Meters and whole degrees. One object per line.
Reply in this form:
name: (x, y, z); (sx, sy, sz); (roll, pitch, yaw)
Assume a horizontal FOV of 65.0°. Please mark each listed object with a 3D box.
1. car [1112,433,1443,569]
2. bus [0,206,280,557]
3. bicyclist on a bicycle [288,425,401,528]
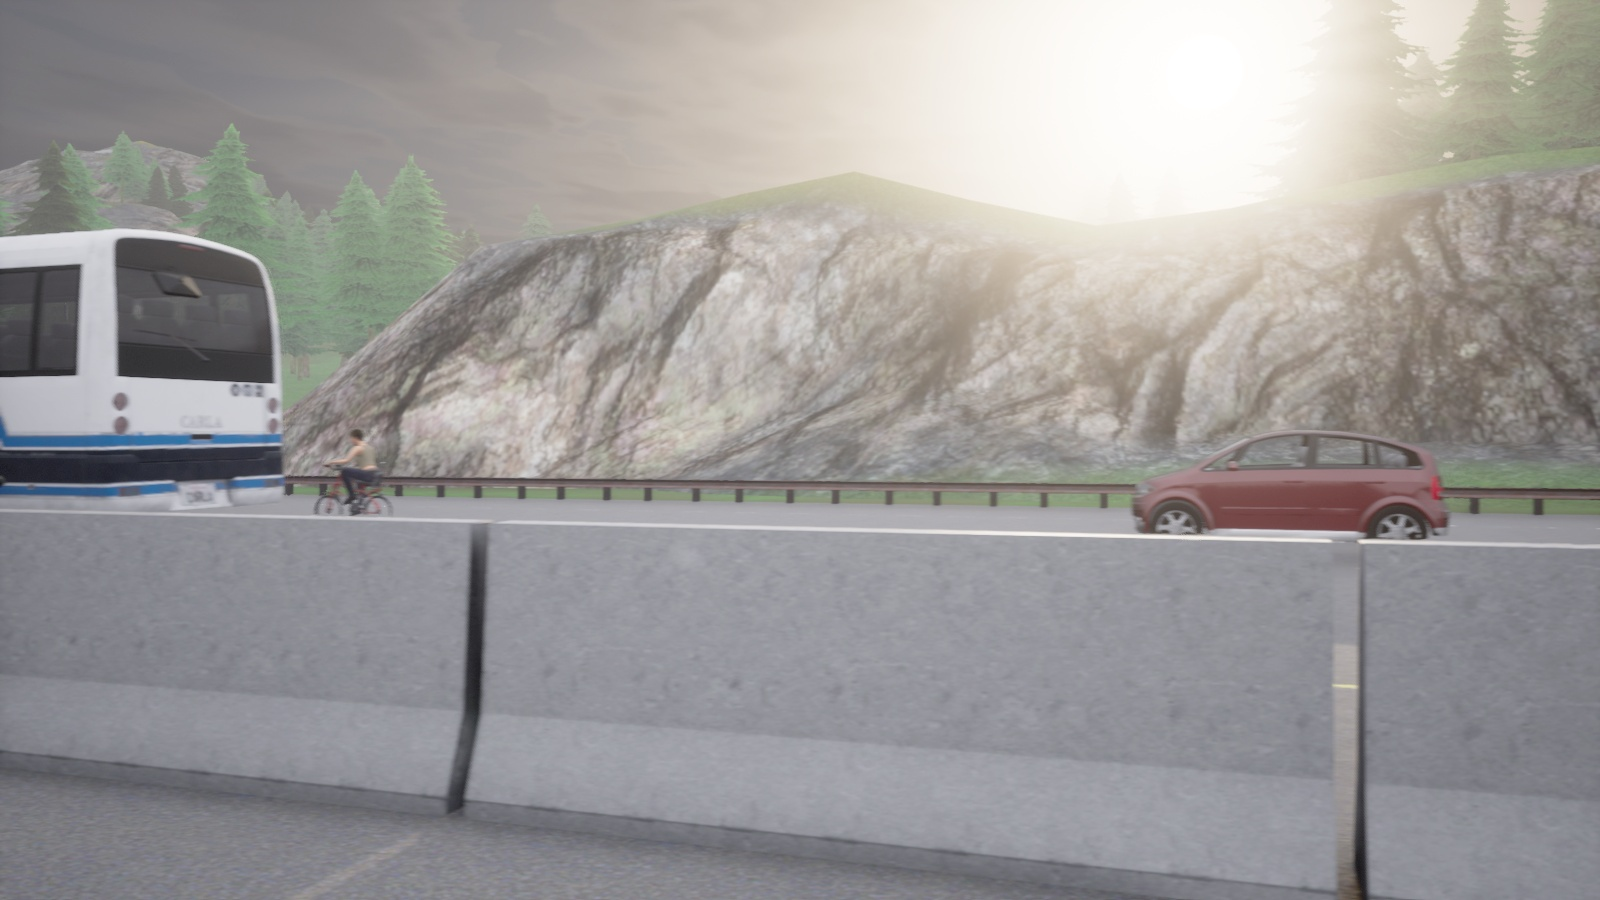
car: (5.954, 0.572, 15.959); (3.705, 1.549, 1.789); (1, 1, 19)
bus: (-13.356, -0.900, 18.744); (10.273, 4.253, 3.944); (1, 1, 19)
bicyclist on a bicycle: (-7.415, 0.407, 20.462); (1.509, 1.612, 0.866); (1, 1, 18)
